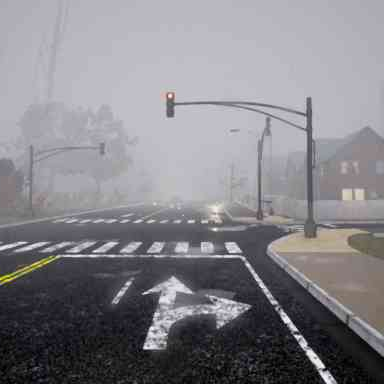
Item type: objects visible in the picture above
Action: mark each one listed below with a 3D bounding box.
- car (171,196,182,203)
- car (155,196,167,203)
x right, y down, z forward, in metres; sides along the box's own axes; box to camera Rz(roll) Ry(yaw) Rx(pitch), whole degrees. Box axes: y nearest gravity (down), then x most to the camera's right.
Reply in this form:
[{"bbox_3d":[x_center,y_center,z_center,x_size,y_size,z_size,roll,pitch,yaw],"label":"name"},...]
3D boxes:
[{"bbox_3d":[-3.093,1.535,67.890,1.812,1.442,4.674,0,0,5],"label":"car"},{"bbox_3d":[-6.327,1.497,68.207,1.882,1.535,5.008,0,0,5],"label":"car"}]
